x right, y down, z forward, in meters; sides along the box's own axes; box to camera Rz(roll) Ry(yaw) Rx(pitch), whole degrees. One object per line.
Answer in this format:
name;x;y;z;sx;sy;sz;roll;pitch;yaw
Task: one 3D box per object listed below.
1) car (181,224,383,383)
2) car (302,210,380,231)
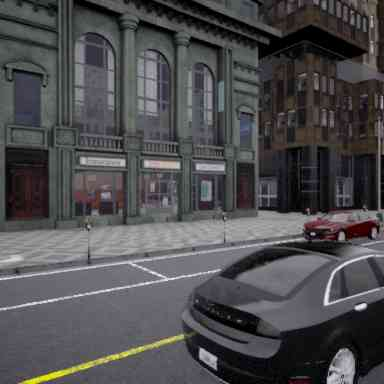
car;2.136;1.506;4.956;4.892;1.490;1.837;0;0;-36
car;6.996;1.547;15.505;4.507;1.381;1.887;0;0;-35
